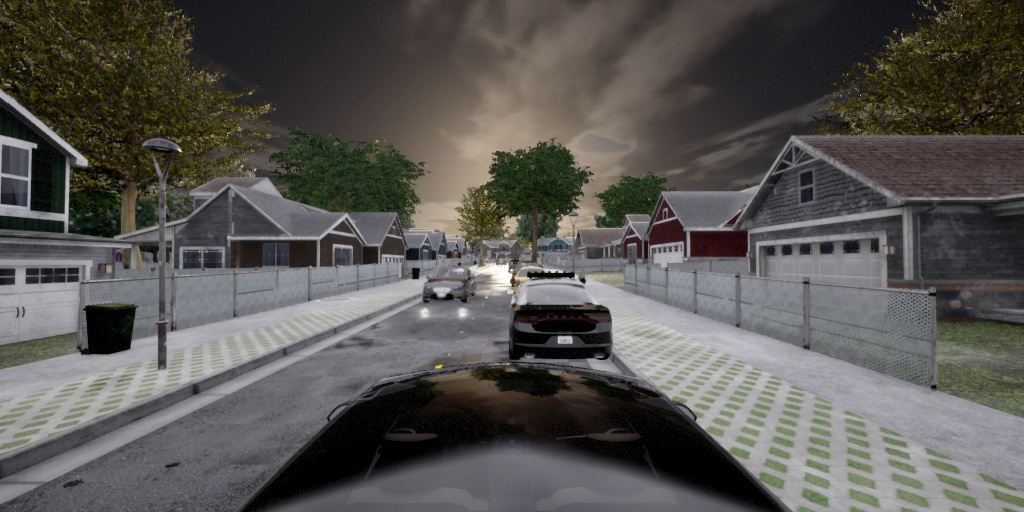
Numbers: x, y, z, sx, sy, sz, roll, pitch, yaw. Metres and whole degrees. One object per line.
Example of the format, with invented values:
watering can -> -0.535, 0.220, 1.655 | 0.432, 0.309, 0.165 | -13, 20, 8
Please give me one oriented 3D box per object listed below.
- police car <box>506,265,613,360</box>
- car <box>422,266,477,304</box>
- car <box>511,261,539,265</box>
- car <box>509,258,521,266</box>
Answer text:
police car -> 0.896, 1.176, 8.477 | 1.930, 1.638, 5.238 | 0, 0, 1
car -> -2.710, 1.240, 16.352 | 2.128, 1.511, 4.902 | 0, 0, 1
car -> 0.987, 1.204, 18.559 | 1.801, 1.575, 5.366 | 0, 0, 1
car -> 1.038, 1.097, 24.339 | 2.097, 1.767, 4.553 | 0, 0, 1
